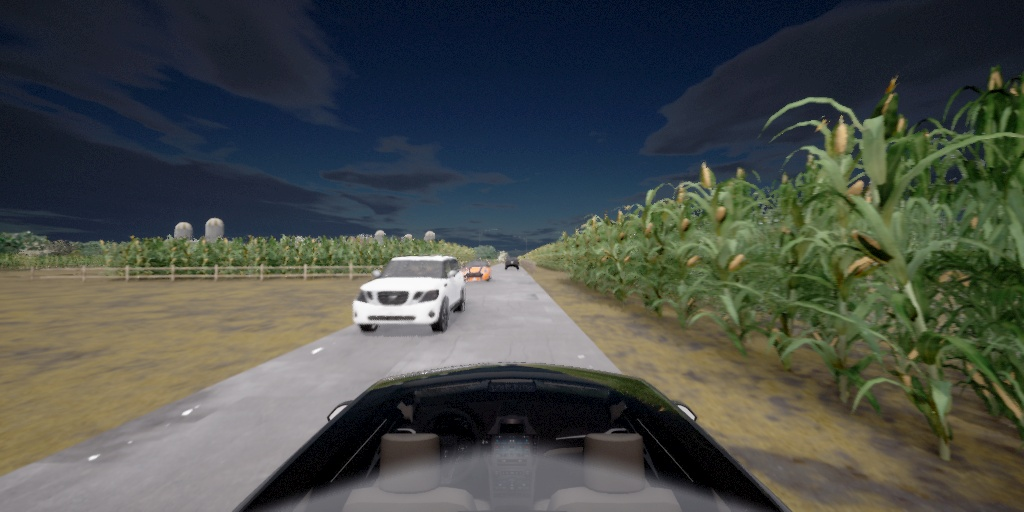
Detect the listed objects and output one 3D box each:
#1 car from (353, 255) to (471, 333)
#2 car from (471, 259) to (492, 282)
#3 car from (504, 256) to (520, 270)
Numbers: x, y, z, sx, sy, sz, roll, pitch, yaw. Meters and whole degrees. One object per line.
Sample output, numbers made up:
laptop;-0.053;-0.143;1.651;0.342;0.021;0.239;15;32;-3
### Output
car;-2.804;0.980;11.161;2.150;2.045;5.566;0;0;1
car;-2.762;1.125;28.895;2.097;1.767;4.553;0;0;0
car;0.002;1.063;54.909;2.150;2.045;5.566;0;0;0
